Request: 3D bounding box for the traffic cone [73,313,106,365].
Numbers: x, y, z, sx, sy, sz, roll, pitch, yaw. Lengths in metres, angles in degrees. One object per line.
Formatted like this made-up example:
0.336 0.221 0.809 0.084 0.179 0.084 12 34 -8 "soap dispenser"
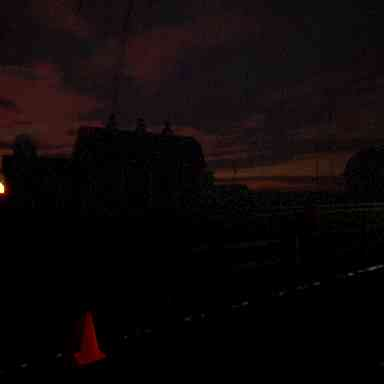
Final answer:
-1.395 1.948 4.525 0.340 0.580 0.340 0 0 -36 "traffic cone"
